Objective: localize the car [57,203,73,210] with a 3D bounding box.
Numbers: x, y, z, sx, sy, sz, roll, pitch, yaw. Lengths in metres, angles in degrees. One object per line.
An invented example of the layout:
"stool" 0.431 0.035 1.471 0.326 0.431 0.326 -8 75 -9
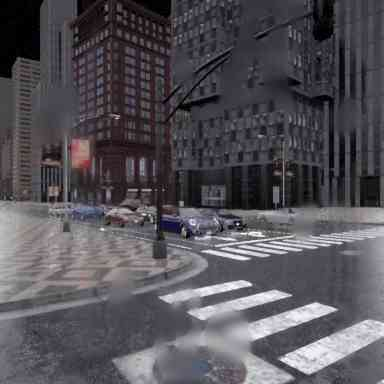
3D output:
"car" -24.986 2.852 65.388 1.895 1.301 4.718 0 -1 -36

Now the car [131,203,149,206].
"car" -3.489 1.969 29.530 1.837 1.490 4.892 0 -1 -35

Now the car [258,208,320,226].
"car" 7.313 1.878 25.707 1.895 1.301 4.718 0 -1 -34

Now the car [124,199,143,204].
"car" -8.948 2.035 48.619 2.150 2.045 5.566 0 -1 -36

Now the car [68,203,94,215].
"car" -15.589 2.353 46.477 2.128 1.511 4.902 0 -1 -35

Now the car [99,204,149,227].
"car" -5.534 1.976 26.808 1.812 1.442 4.674 0 -1 -36

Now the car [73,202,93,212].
"car" -18.586 2.549 56.472 1.837 1.490 4.892 0 -1 -36

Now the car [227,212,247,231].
"car" 1.691 1.861 22.312 1.994 1.385 4.181 0 -1 -36

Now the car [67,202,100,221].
"car" -10.928 2.104 34.326 1.882 1.535 5.008 0 -1 -36

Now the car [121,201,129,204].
"car" -9.552 2.154 37.984 2.128 1.511 4.902 0 -1 -36

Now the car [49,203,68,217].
"car" -16.697 2.417 42.417 1.895 1.301 4.718 0 -1 -35

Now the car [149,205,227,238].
"car" -0.383 1.636 19.594 2.097 1.767 4.553 0 -1 -35
